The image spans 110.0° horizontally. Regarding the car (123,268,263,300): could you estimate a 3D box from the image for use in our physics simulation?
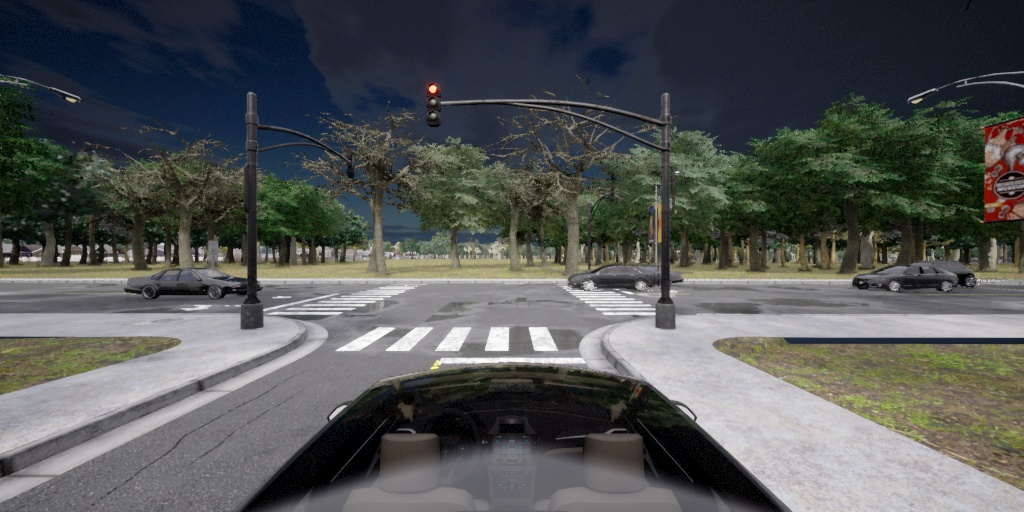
[{"bbox_3d":[-15.099,1.281,17.111,5.357,1.411,2.033,0,0,0],"label":"car"}]

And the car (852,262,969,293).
[{"bbox_3d":[22.482,1.283,20.596,4.892,1.490,1.837,0,0,0],"label":"car"}]

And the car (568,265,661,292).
[{"bbox_3d":[5.680,1.259,20.581,4.892,1.490,1.837,0,0,0],"label":"car"}]

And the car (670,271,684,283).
[{"bbox_3d":[8.469,1.301,23.834,5.357,1.411,2.033,0,0,0],"label":"car"}]

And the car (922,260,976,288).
[{"bbox_3d":[27.554,1.135,23.847,4.553,1.767,2.097,0,0,0],"label":"car"}]
